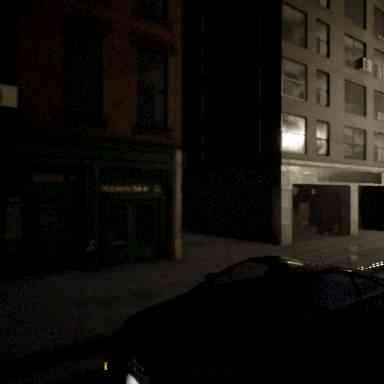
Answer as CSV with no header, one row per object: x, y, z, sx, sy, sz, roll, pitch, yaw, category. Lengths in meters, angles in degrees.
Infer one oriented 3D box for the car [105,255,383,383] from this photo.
1.094,1.564,4.158,4.181,1.385,1.994,0,0,-35,car
